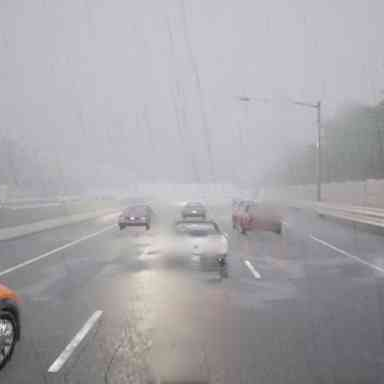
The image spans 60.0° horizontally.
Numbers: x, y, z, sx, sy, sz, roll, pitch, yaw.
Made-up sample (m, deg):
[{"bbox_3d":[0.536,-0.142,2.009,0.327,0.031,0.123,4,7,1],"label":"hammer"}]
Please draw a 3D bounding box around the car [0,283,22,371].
[{"bbox_3d":[-3.398,1.352,2.743,2.097,1.767,4.553,0,0,0],"label":"car"}]

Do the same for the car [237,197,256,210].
[{"bbox_3d":[7.050,1.502,43.408,1.882,1.535,5.008,0,0,2],"label":"car"}]

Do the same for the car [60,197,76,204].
[{"bbox_3d":[-24.077,1.611,64.683,1.994,1.385,4.181,0,0,1],"label":"car"}]

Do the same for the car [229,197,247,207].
[{"bbox_3d":[7.286,1.537,53.076,2.128,1.511,4.902,0,0,1],"label":"car"}]

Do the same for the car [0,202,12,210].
[{"bbox_3d":[-14.042,1.599,23.352,1.895,1.301,4.718,0,0,0],"label":"car"}]

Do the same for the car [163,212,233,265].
[{"bbox_3d":[0.114,1.600,11.598,1.895,1.301,4.718,0,0,0],"label":"car"}]

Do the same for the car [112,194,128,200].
[{"bbox_3d":[-13.580,1.544,64.792,1.882,1.535,5.008,0,0,1],"label":"car"}]

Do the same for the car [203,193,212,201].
[{"bbox_3d":[4.246,1.608,85.608,1.882,1.535,5.008,0,0,1],"label":"car"}]

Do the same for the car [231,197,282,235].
[{"bbox_3d":[3.536,1.351,18.870,2.097,1.767,4.553,0,0,0],"label":"car"}]

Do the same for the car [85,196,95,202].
[{"bbox_3d":[-20.522,1.570,68.732,1.837,1.490,4.892,0,0,1],"label":"car"}]

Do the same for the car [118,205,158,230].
[{"bbox_3d":[-3.355,1.547,21.291,2.033,1.411,5.357,0,0,0],"label":"car"}]

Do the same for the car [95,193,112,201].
[{"bbox_3d":[-17.053,1.300,66.476,2.150,2.045,5.566,0,0,1],"label":"car"}]

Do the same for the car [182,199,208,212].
[{"bbox_3d":[0.187,1.568,28.840,1.994,1.385,4.181,0,0,0],"label":"car"}]
